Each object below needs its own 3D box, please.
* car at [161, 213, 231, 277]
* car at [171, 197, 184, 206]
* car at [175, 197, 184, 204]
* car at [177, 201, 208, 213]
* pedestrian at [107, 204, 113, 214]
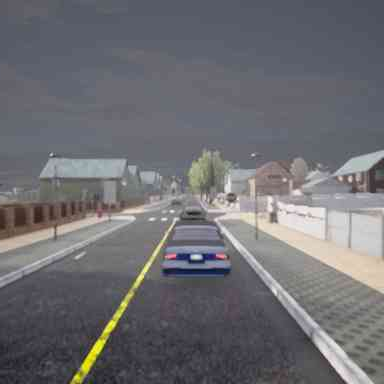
[{"bbox_3d":[0.101,1.597,10.364,2.033,1.411,5.357,0,0,0],"label":"car"},{"bbox_3d":[-2.792,1.808,60.052,2.033,1.411,5.357,0,0,1],"label":"car"},{"bbox_3d":[-2.740,1.844,75.476,1.812,1.442,4.674,0,0,0],"label":"car"},{"bbox_3d":[0.062,1.612,23.186,1.837,1.490,4.892,0,0,-1],"label":"car"},{"bbox_3d":[-9.686,1.635,39.333,0.375,1.860,0.375,0,0,0],"label":"pedestrian"}]
